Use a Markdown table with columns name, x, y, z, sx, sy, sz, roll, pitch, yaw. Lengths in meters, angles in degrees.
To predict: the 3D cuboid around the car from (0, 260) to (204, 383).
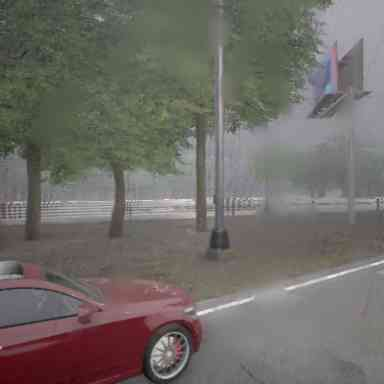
| name | x | y | z | sx | sy | sz | roll | pitch | yaw |
| --- | --- | --- | --- | --- | --- | --- | --- | --- | --- |
| car | -2.025 | 1.531 | 3.703 | 4.674 | 1.442 | 1.812 | 0 | 0 | -36 |
